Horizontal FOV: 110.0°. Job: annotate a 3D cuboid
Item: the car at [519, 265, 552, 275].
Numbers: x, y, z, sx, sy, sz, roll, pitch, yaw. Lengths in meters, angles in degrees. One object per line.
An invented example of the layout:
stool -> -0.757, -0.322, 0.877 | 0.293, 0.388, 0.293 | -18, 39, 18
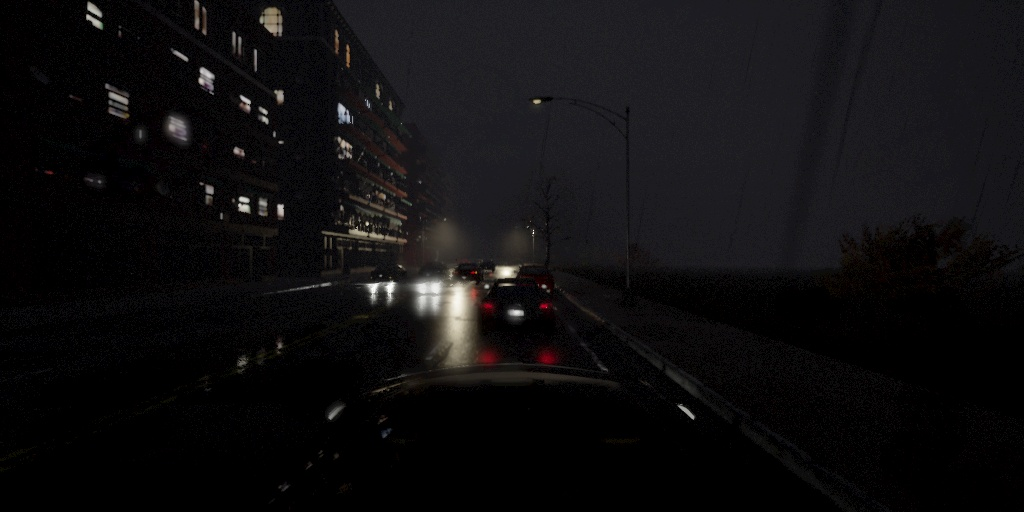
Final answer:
car -> 1.143, 1.214, 19.320 | 1.882, 1.535, 5.008 | 0, 0, 0

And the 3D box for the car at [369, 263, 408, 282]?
car -> -9.843, 1.291, 28.894 | 1.994, 1.385, 4.181 | 0, 0, 0

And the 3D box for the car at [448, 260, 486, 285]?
car -> -3.143, 1.256, 26.059 | 1.812, 1.442, 4.674 | 0, 0, 0

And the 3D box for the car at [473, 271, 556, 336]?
car -> 0.105, 1.307, 10.399 | 1.994, 1.385, 4.181 | 0, 0, 0

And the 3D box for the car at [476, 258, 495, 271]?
car -> -3.133, 1.201, 45.972 | 2.128, 1.511, 4.902 | 0, 0, 0

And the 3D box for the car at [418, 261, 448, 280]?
car -> -6.593, 1.217, 30.584 | 2.128, 1.511, 4.902 | 0, 0, 0
